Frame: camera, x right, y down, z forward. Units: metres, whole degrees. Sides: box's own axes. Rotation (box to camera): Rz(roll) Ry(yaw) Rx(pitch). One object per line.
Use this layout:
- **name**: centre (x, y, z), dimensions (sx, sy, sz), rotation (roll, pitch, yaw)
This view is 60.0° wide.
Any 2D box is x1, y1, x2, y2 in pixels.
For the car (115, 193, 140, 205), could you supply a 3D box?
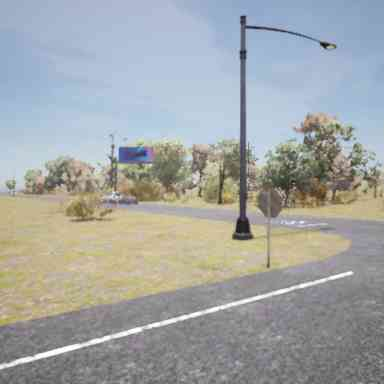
- **car**: centre (-10.658, 1.385, 56.194), dimensions (2.033, 1.411, 5.357), rotation (0, 0, -33)

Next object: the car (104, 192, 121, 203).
- **car**: centre (-14.672, 1.046, 62.129), dimensions (2.150, 2.045, 5.566), rotation (0, 0, -34)
